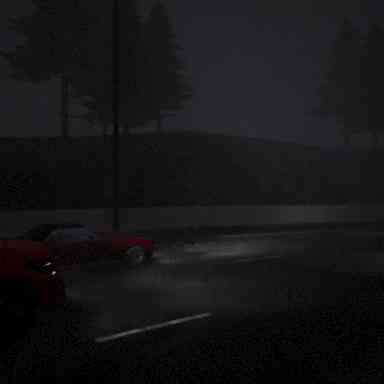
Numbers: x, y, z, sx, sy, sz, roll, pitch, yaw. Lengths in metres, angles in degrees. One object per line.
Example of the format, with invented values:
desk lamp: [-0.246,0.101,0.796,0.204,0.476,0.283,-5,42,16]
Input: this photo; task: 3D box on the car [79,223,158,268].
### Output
car: [-3.437,1.570,9.780,4.718,1.301,1.895,0,0,-33]

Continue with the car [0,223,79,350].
car: [-4.708,1.209,4.461,5.566,2.045,2.150,0,0,-37]
